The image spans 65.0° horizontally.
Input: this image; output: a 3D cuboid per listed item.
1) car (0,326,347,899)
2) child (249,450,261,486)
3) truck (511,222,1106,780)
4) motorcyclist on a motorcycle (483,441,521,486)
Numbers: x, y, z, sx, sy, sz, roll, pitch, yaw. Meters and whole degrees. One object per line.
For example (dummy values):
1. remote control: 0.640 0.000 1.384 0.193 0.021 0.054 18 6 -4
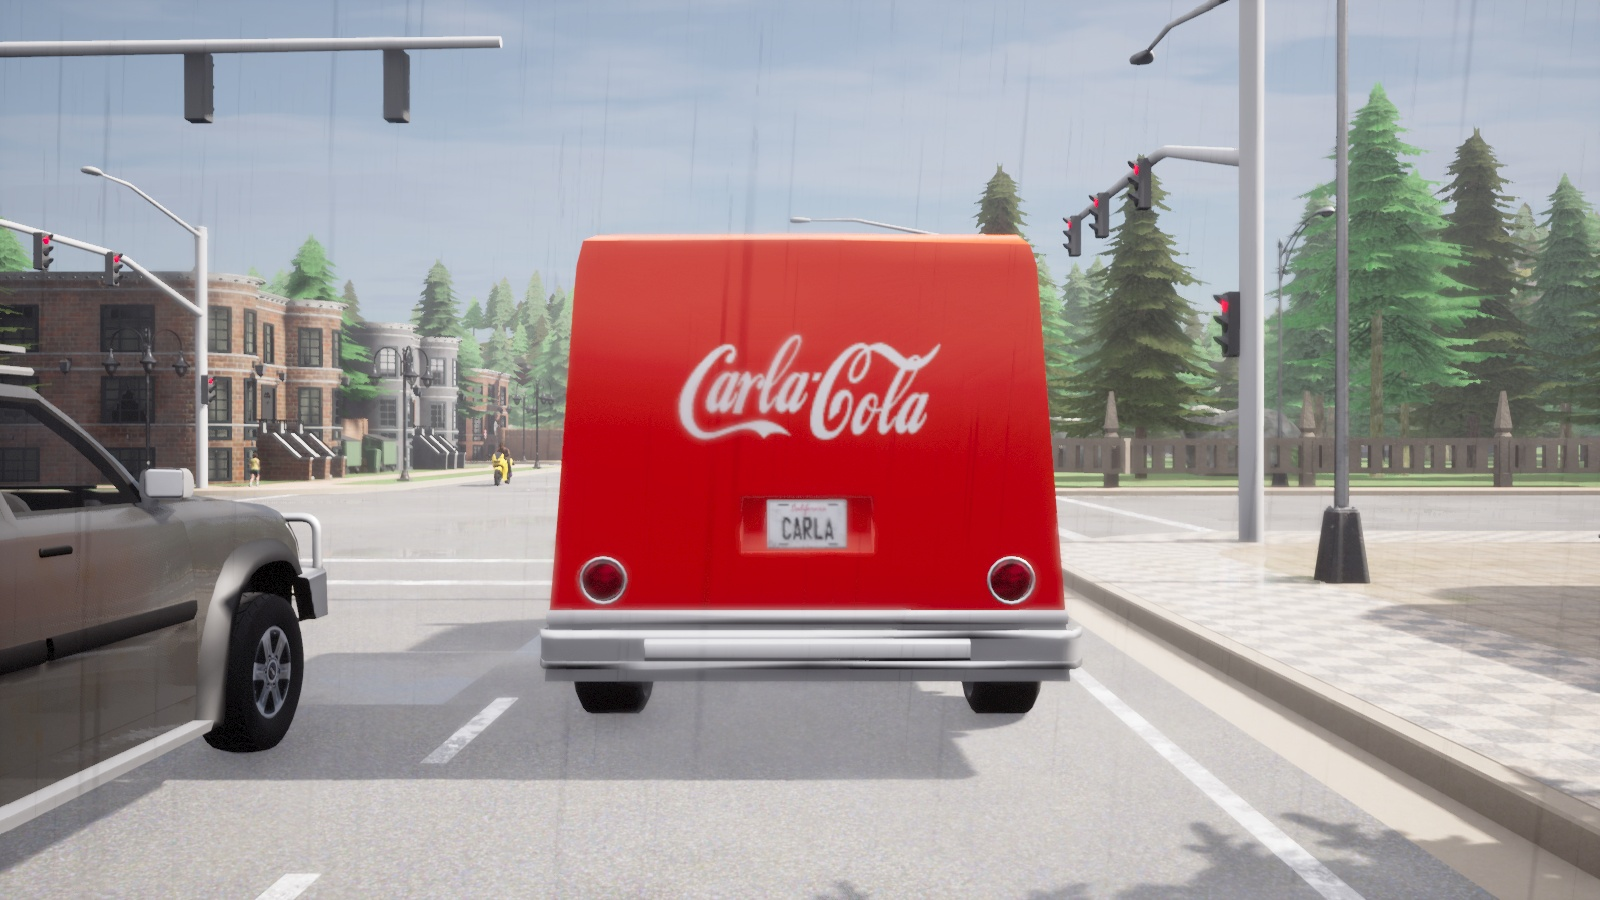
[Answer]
1. car: -3.469 0.534 4.594 1.932 1.855 4.605 0 0 0
2. child: -16.676 0.549 38.422 0.255 1.110 0.394 0 0 -8
3. truck: 0.046 0.212 8.158 2.627 2.467 5.204 0 0 0
4. motorcyclist on a motorcycle: -10.318 0.468 43.537 0.797 1.523 2.044 0 0 0
